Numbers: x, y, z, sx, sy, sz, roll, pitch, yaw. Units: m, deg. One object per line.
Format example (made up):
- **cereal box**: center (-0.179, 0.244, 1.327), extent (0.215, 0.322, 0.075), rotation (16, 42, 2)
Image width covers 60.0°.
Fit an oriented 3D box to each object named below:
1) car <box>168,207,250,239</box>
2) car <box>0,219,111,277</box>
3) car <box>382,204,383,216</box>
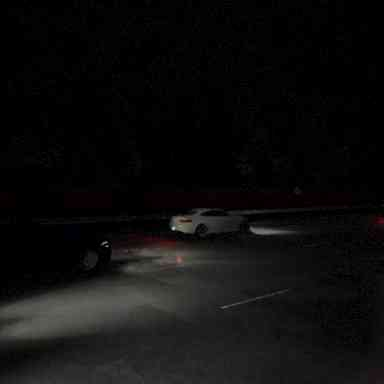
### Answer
- **car**: center (0.975, 1.526, 17.413), extent (4.674, 1.442, 1.812), rotation (0, 0, -36)
- **car**: center (-4.708, 1.478, 8.992), extent (5.008, 1.535, 1.882), rotation (0, 0, -36)
- **car**: center (19.649, 1.354, 30.956), extent (4.553, 1.767, 2.097), rotation (0, 0, -36)
